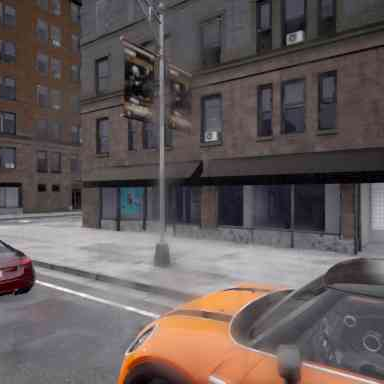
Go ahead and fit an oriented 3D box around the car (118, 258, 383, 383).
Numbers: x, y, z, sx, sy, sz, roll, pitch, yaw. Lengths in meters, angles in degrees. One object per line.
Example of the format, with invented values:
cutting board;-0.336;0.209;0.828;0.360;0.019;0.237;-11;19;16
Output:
car;1.524;1.352;2.599;4.553;1.767;2.097;0;0;36

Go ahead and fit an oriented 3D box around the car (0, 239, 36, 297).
car;-5.416;1.564;7.533;4.181;1.385;1.994;0;0;36
